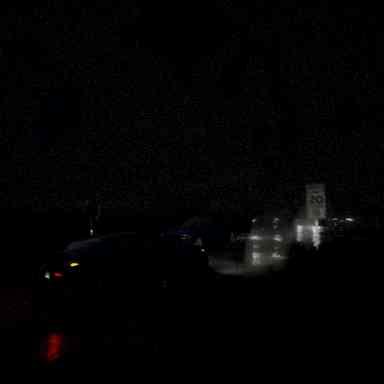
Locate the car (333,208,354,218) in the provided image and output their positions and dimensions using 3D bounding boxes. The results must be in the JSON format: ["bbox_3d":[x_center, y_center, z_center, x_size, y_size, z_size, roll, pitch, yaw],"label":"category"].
[{"bbox_3d":[20.364,2.785,44.655,1.994,1.385,4.181,-2,-3,35],"label":"car"}]

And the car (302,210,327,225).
[{"bbox_3d":[11.945,2.390,32.834,1.837,1.490,4.892,-2,-2,35],"label":"car"}]

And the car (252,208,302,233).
[{"bbox_3d":[6.141,2.014,24.595,2.097,1.767,4.553,-2,-2,35],"label":"car"}]

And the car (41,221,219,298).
[{"bbox_3d":[-1.607,1.752,9.156,4.674,1.442,1.812,1,-2,-42],"label":"car"}]

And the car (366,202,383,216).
[{"bbox_3d":[27.686,2.570,50.113,2.150,2.045,5.566,-2,-3,35],"label":"car"}]

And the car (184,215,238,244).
[{"bbox_3d":[0.476,1.928,16.519,1.882,1.535,5.008,-2,-2,35],"label":"car"}]
